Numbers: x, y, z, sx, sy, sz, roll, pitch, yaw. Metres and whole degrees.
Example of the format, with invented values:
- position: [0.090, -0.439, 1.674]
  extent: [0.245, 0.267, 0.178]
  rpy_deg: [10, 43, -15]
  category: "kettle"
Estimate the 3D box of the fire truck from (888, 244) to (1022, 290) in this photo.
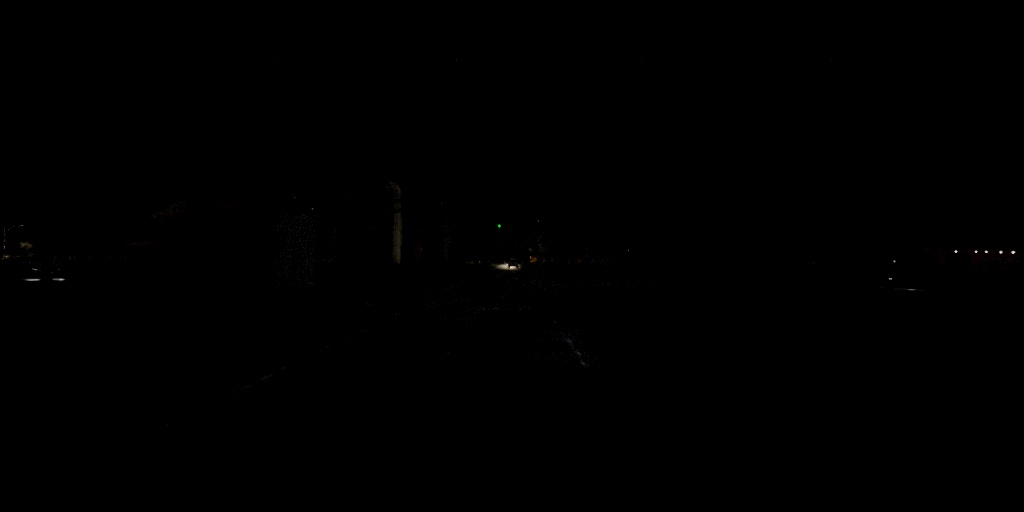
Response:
- position: [38.227, 0.926, 31.186]
  extent: [8.468, 3.827, 2.891]
  rpy_deg: [1, -2, 0]
  category: "fire truck"

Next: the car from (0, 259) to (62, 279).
- position: [-37.935, 0.992, 27.758]
  extent: [4.674, 1.442, 1.812]
  rpy_deg: [1, -2, 0]
  category: "car"
